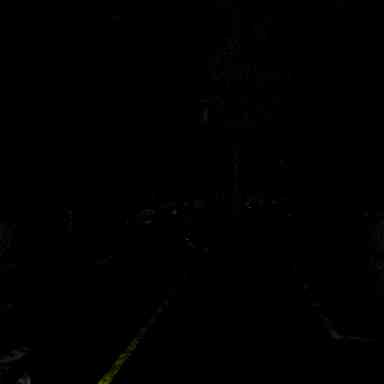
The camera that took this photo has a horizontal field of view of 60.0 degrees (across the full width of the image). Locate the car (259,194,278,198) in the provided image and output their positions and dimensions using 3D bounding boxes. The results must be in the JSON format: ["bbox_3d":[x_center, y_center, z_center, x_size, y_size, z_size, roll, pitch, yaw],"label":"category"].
[{"bbox_3d":[9.669,1.355,40.682,2.192,1.841,5.009,0,0,10],"label":"car"}]

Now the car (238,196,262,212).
[{"bbox_3d":[6.839,1.528,39.415,2.128,1.511,4.902,0,0,10],"label":"car"}]

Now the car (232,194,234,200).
[{"bbox_3d":[9.094,1.606,86.599,1.967,1.590,4.097,0,0,10],"label":"car"}]

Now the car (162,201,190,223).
[{"bbox_3d":[-1.659,1.452,25.503,1.967,1.590,4.097,0,0,10],"label":"car"}]

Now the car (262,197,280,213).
[{"bbox_3d":[8.691,1.574,35.127,1.887,1.381,4.507,0,0,10],"label":"car"}]

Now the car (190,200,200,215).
[{"bbox_3d":[-0.681,1.602,31.057,1.802,1.307,4.206,0,0,10],"label":"car"}]

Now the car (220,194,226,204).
[{"bbox_3d":[4.207,1.390,58.829,2.192,1.841,5.009,0,0,10],"label":"car"}]

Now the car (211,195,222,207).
[{"bbox_3d":[3.229,1.607,53.274,1.887,1.381,4.507,0,0,10],"label":"car"}]

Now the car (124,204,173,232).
[{"bbox_3d":[-2.636,1.589,19.949,1.802,1.307,4.206,0,0,10],"label":"car"}]

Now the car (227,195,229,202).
[{"bbox_3d":[6.162,1.683,69.935,1.802,1.307,4.206,0,0,10],"label":"car"}]

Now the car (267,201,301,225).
[{"bbox_3d":[6.737,1.579,24.020,1.947,1.339,4.313,0,0,10],"label":"car"}]

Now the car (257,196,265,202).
[{"bbox_3d":[16.510,1.725,79.554,1.802,1.307,4.206,0,0,10],"label":"car"}]

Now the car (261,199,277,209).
[{"bbox_3d":[10.646,1.617,46.234,1.947,1.339,4.313,0,0,10],"label":"car"}]

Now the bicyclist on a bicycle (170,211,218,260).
[{"bbox_3d":[0.034,1.456,11.102,1.656,1.620,0.582,-2,0,10],"label":"bicyclist on a bicycle"}]

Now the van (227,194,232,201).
[{"bbox_3d":[8.116,1.484,81.045,1.690,1.788,3.998,0,0,10],"label":"van"}]

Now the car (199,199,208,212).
[{"bbox_3d":[0.267,1.554,36.443,1.752,1.417,4.829,0,0,10],"label":"car"}]

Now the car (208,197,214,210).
[{"bbox_3d":[1.274,1.605,42.166,1.947,1.339,4.313,0,0,10],"label":"car"}]
